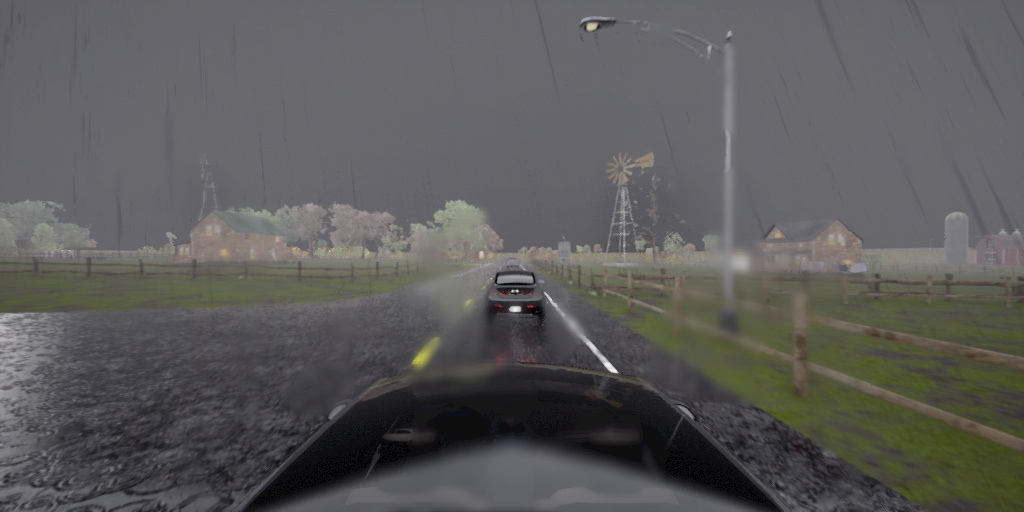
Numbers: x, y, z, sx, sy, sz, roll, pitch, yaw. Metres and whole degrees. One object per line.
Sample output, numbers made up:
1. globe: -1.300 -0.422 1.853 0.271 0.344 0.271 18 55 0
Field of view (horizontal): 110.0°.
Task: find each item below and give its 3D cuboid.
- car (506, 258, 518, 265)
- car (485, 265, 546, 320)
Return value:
1. car: 0.015 1.201 55.891 2.033 1.411 5.357 0 0 0
2. car: 0.103 1.236 12.488 1.837 1.490 4.892 0 0 0
